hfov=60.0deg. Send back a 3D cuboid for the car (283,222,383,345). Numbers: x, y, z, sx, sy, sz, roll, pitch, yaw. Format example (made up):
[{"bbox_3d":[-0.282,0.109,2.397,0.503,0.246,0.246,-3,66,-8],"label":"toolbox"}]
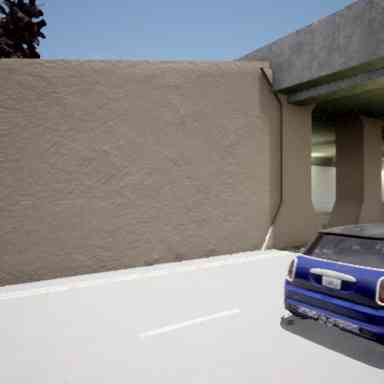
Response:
[{"bbox_3d":[3.833,1.376,6.170,4.553,1.767,2.097,0,0,-34],"label":"car"}]
